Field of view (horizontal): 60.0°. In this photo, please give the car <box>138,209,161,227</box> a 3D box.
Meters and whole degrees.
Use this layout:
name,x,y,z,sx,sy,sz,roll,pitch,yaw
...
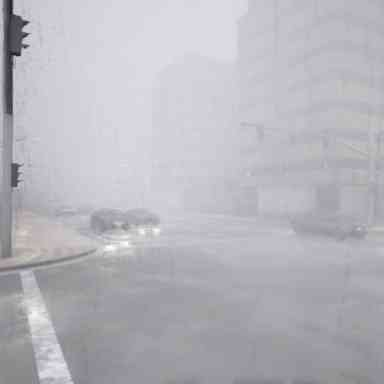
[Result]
name,x,y,z,sx,sy,sz,roll,pitch,yaw
car,-4.490,2.113,28.239,2.033,1.411,5.357,1,-1,-29

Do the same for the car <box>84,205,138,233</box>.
name,x,y,z,sx,sy,sz,roll,pitch,yaw
car,-5.882,1.959,23.562,2.128,1.511,4.902,1,-1,-29

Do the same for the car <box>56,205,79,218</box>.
name,x,y,z,sx,sy,sz,roll,pitch,yaw
car,-15.633,2.325,40.996,1.812,1.442,4.674,1,-1,-29

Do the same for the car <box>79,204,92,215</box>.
name,x,y,z,sx,sy,sz,roll,pitch,yaw
car,-14.623,2.389,46.382,1.882,1.535,5.008,1,-1,-29

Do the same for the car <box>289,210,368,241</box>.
name,x,y,z,sx,sy,sz,roll,pitch,yaw
car,8.070,1.985,19.709,1.994,1.385,4.181,1,-1,-29
